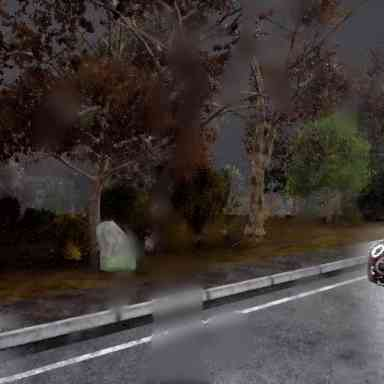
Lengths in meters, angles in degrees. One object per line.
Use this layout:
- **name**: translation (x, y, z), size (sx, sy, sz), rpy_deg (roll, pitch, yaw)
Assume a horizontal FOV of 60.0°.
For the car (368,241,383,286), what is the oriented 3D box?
- **car**: translation (6.314, 1.368, 8.181), size (4.553, 1.767, 2.097), rpy_deg (0, 0, -35)
